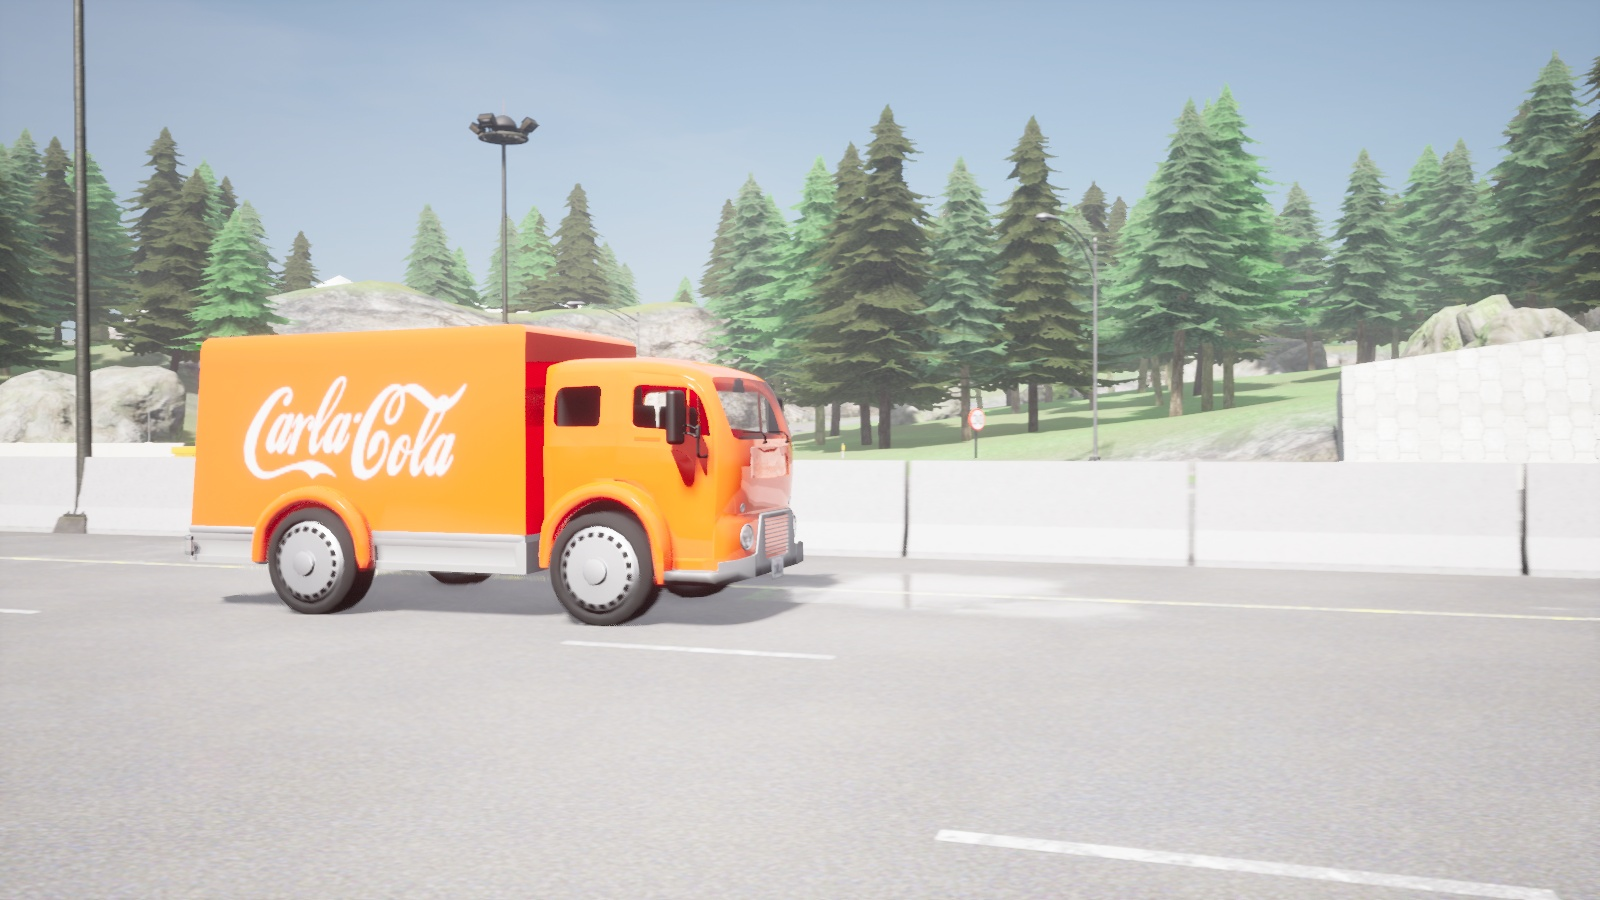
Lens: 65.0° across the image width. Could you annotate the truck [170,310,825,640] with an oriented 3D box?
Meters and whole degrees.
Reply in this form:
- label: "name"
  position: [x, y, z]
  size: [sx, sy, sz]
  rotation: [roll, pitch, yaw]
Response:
- label: "truck"
  position: [-2.656, 0.146, 11.464]
  size: [5.204, 2.467, 2.627]
  rotation: [1, 1, 19]
